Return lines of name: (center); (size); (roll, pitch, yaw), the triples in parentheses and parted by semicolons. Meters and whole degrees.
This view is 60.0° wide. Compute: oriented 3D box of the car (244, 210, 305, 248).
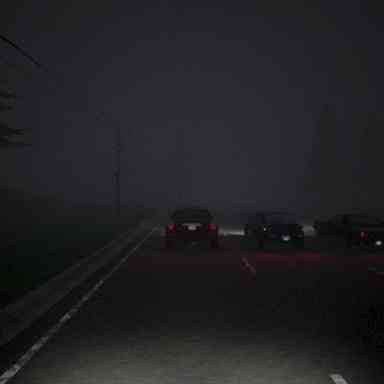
car: (3.500, 1.532, 14.650); (1.812, 1.442, 4.674); (0, 0, 0)

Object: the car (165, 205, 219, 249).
car: (0.000, 1.365, 14.620); (2.097, 1.767, 4.553); (0, 0, 0)

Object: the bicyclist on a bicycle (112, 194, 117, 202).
bicyclist on a bicycle: (-15.928, 1.299, 69.044); (0.582, 1.620, 1.656); (0, 0, 34)

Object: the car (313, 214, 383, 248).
car: (7.000, 1.615, 14.680); (1.895, 1.301, 4.718); (0, 0, 0)
